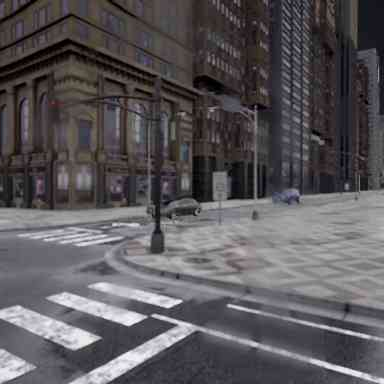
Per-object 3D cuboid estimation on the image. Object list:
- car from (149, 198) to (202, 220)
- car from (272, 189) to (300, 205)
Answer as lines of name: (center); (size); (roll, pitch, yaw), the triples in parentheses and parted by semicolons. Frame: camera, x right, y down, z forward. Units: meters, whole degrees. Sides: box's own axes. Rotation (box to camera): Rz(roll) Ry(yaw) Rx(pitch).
car: (-1.121, 1.212, 24.811); (1.837, 1.490, 4.892); (0, 1, 36)
car: (12.515, 0.619, 43.825); (2.150, 2.045, 5.566); (0, 1, 36)
